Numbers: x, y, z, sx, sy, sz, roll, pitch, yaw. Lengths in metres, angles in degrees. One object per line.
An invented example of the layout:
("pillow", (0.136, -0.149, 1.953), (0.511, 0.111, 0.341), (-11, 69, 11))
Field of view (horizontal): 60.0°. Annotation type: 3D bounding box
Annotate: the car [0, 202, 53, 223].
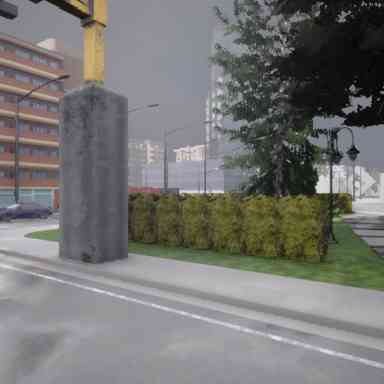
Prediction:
("car", (-13.167, 1.526, 25.695), (1.812, 1.442, 4.674), (0, 0, 36))
